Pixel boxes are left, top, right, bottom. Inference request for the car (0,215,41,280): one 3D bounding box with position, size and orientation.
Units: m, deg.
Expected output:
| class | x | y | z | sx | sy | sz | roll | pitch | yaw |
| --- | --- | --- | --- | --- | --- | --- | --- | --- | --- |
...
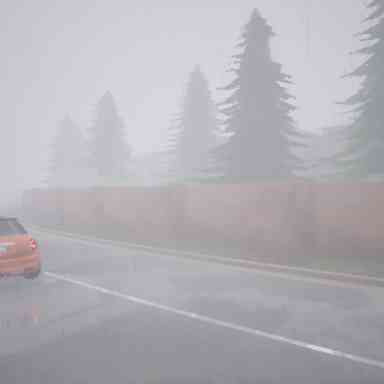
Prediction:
| class | x | y | z | sx | sy | sz | roll | pitch | yaw |
| --- | --- | --- | --- | --- | --- | --- | --- | --- | --- |
| car | -6.014 | 1.373 | 8.964 | 4.553 | 1.767 | 2.097 | 0 | 0 | 40 |
